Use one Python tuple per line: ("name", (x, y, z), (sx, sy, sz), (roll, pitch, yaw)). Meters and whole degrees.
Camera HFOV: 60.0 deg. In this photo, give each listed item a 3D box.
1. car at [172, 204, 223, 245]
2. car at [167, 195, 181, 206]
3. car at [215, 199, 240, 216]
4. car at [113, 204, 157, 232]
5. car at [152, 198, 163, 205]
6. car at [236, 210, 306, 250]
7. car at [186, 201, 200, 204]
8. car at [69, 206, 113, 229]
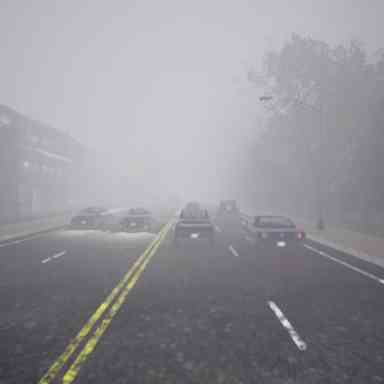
("car", (0.094, 1.563, 15.827), (2.128, 1.511, 4.902), (0, 0, 0))
("car", (-3.295, 1.501, 61.710), (2.150, 2.045, 5.566), (0, 0, 1))
("car", (3.338, 1.497, 32.253), (2.097, 1.767, 4.553), (0, 0, 0))
("car", (-3.356, 1.659, 20.923), (1.994, 1.385, 4.181), (0, 0, 0))
("car", (-6.539, 1.809, 63.783), (1.812, 1.442, 4.674), (0, 0, 1))
("car", (3.344, 1.667, 14.664), (1.895, 1.301, 4.718), (0, 0, 0))
("car", (0.088, 1.677, 33.631), (1.812, 1.442, 4.674), (0, 0, 0))
("car", (-6.606, 1.665, 22.269), (1.994, 1.385, 4.181), (0, 0, 0))
